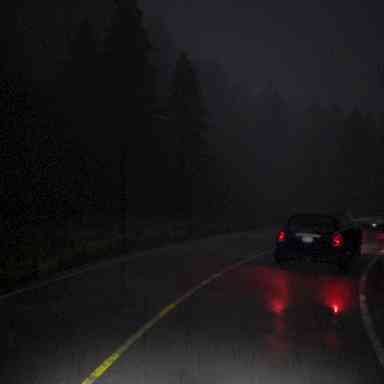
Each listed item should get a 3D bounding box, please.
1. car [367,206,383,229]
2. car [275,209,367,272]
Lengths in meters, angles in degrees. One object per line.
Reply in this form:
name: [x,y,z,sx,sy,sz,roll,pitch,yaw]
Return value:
car: [12.825,1.759,22.008,4.718,1.301,1.895,1,0,-44]
car: [4.490,1.407,11.424,2.097,1.767,4.553,1,0,33]
